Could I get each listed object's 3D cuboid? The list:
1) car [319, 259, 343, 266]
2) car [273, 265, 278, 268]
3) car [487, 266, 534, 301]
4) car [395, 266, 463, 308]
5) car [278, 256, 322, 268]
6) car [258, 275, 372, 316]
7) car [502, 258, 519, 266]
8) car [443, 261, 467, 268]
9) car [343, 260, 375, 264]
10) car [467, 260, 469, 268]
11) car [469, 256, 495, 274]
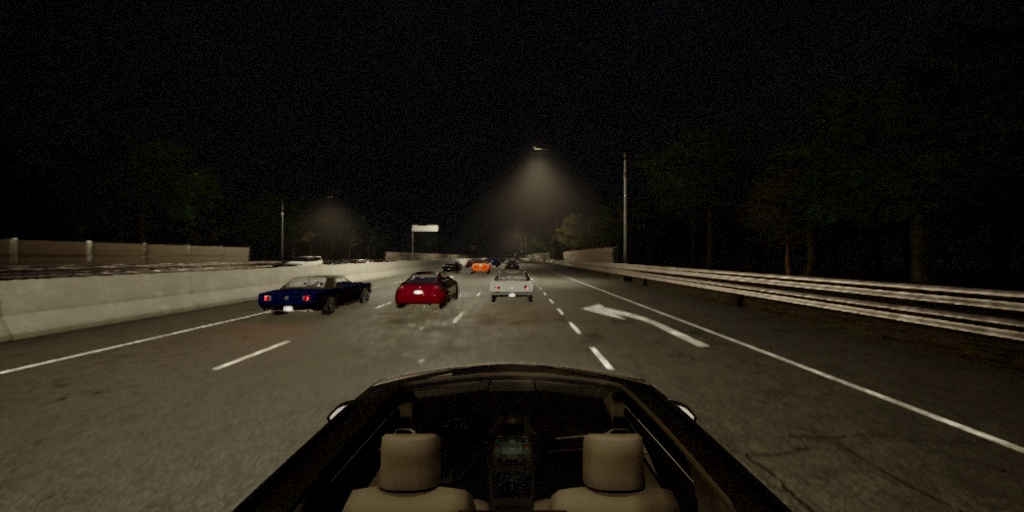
[{"bbox_3d":[-21.046,1.343,44.321,2.033,1.411,5.357,0,0,1],"label":"car"},{"bbox_3d":[-28.044,1.303,45.335,1.837,1.490,4.892,0,0,1],"label":"car"},{"bbox_3d":[0.002,1.362,17.388,1.895,1.301,4.718,0,0,0],"label":"car"},{"bbox_3d":[-3.497,1.324,15.398,1.994,1.385,4.181,0,0,0],"label":"car"},{"bbox_3d":[-24.560,1.016,42.507,2.150,2.045,5.566,0,0,0],"label":"car"},{"bbox_3d":[-6.998,1.360,13.440,1.895,1.301,4.718,0,0,0],"label":"car"},{"bbox_3d":[0.001,1.365,52.353,1.994,1.385,4.181,0,0,0],"label":"car"},{"bbox_3d":[-7.000,1.282,42.426,2.128,1.511,4.902,0,0,0],"label":"car"},{"bbox_3d":[-17.567,1.284,42.633,2.128,1.511,4.902,0,0,0],"label":"car"},{"bbox_3d":[-6.997,1.366,63.399,2.033,1.411,5.357,0,0,0],"label":"car"},{"bbox_3d":[-3.501,1.140,42.335,2.097,1.767,4.553,0,0,0],"label":"car"}]
